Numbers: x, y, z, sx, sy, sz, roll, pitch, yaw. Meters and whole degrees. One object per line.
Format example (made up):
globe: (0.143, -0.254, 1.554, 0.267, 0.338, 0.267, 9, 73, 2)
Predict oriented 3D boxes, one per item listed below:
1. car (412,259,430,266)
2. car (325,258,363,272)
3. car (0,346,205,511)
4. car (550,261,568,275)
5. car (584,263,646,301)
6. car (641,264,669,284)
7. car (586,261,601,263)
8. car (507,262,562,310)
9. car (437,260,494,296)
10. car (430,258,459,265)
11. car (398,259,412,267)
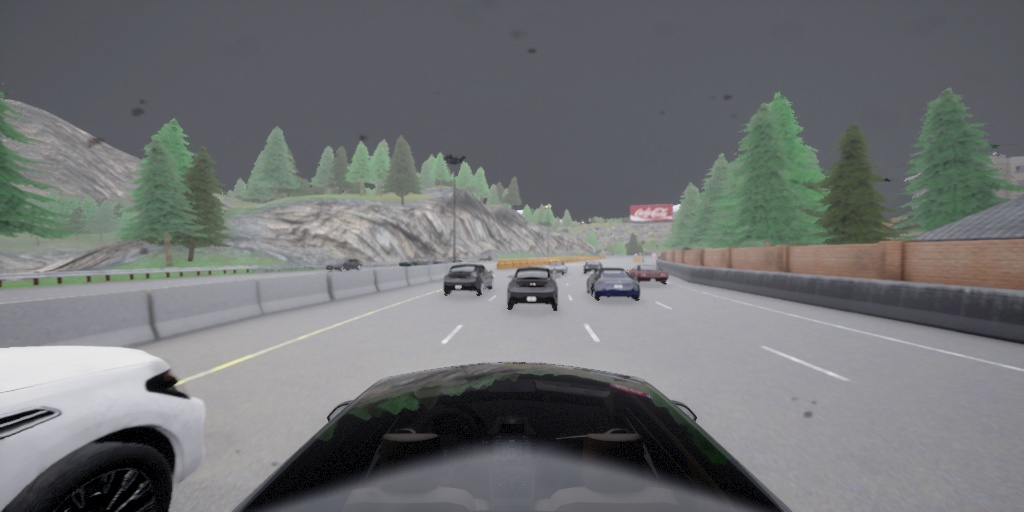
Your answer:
car: (-10.770, 1.040, 46.934, 1.994, 1.385, 4.181, 0, 0, 16)
car: (-19.425, 0.998, 41.715, 1.837, 1.490, 4.892, 0, 0, 14)
car: (-3.350, 0.977, 0.234, 2.150, 2.045, 5.566, 0, 1, 0)
car: (4.535, 1.159, 35.974, 1.895, 1.301, 4.718, 0, 0, 13)
car: (4.680, 1.232, 17.002, 1.994, 1.385, 4.181, 0, 0, 6)
car: (9.368, 1.230, 25.024, 1.895, 1.301, 4.718, 0, 0, 10)
car: (8.628, 1.155, 37.821, 1.895, 1.301, 4.718, 0, 0, 15)
car: (0.885, 1.183, 14.454, 1.837, 1.490, 4.892, 0, 0, 5)
car: (-2.156, 1.154, 18.747, 1.837, 1.490, 4.892, 0, 0, 7)
car: (-7.766, 0.983, 44.765, 2.128, 1.511, 4.902, 0, 0, 16)
car: (-13.695, 1.057, 49.540, 1.895, 1.301, 4.718, 0, 0, 17)
